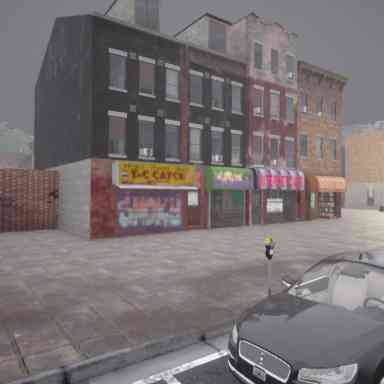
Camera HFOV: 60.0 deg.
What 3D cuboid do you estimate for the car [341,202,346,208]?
[{"bbox_3d":[16.807,1.475,42.168,1.895,1.301,4.718,0,0,-36],"label":"car"}]

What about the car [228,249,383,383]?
[{"bbox_3d":[2.444,1.553,4.541,4.403,1.369,2.008,0,0,-35],"label":"car"}]
